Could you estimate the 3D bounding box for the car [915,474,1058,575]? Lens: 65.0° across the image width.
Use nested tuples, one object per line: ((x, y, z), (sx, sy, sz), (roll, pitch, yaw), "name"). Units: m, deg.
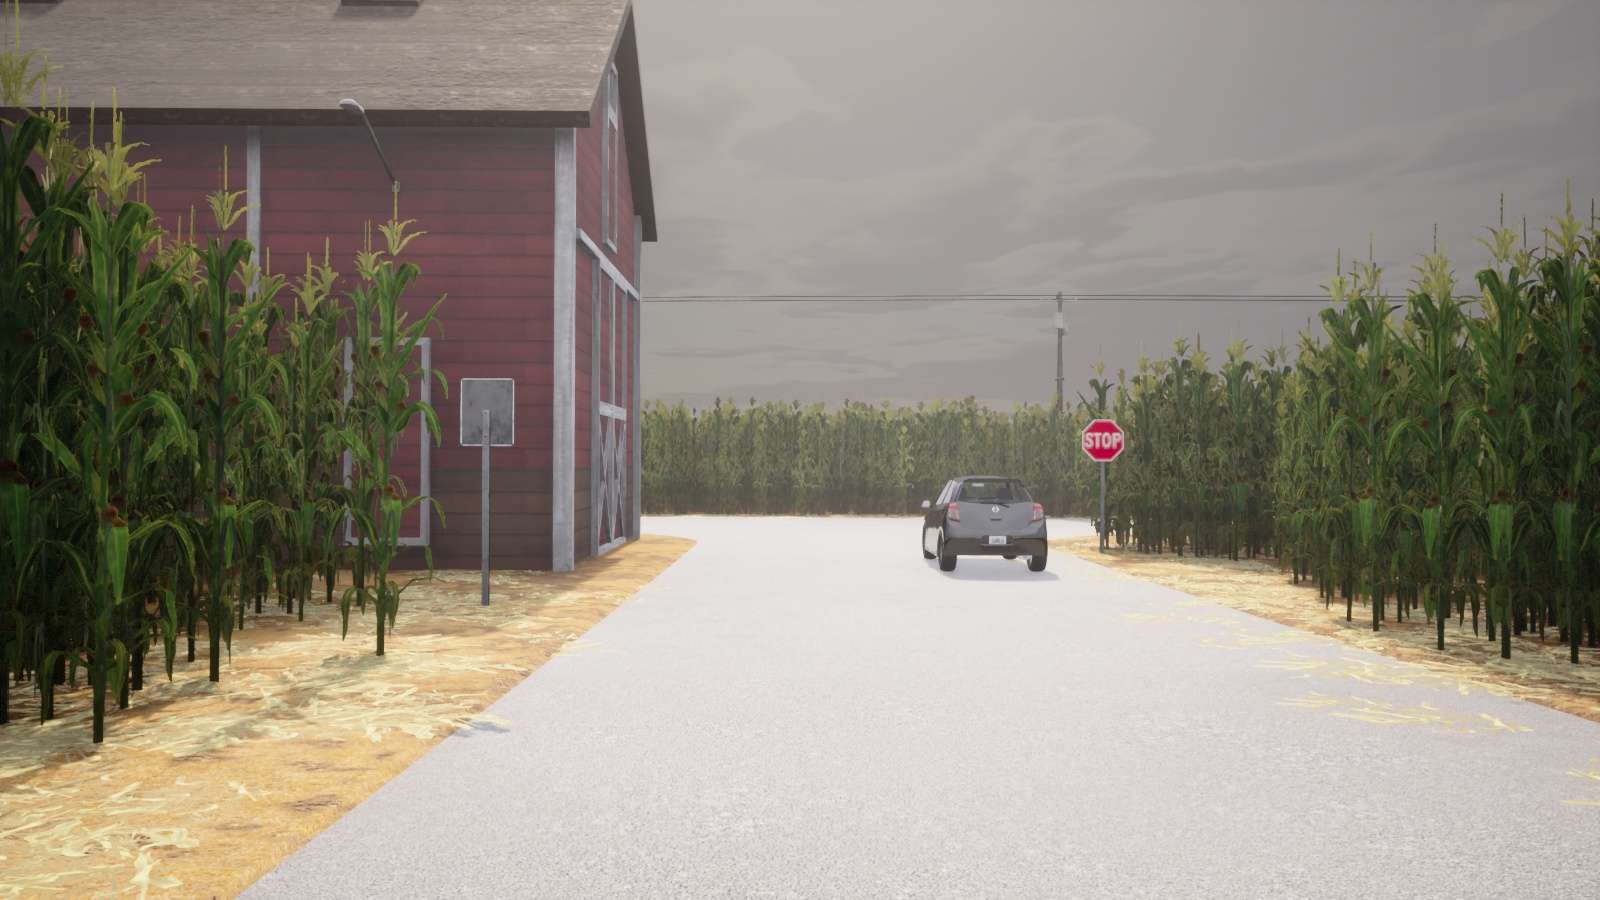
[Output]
((3.023, 1.179, 21.053), (1.845, 1.501, 3.633), (0, -1, 0), "car")
